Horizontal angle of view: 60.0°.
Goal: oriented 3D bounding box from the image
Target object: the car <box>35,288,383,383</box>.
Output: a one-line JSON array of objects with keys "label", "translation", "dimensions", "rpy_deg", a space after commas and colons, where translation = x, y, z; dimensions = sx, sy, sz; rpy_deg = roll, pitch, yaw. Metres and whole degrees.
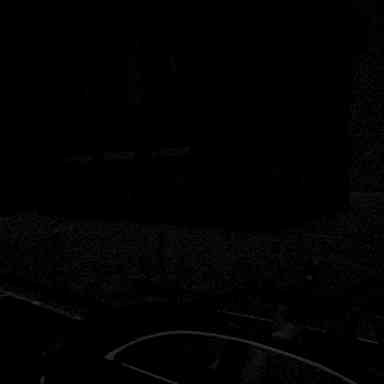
[{"label": "car", "translation": [0.440, 1.550, 2.760], "dimensions": [4.403, 1.369, 2.008], "rpy_deg": [0, 0, 35]}]
